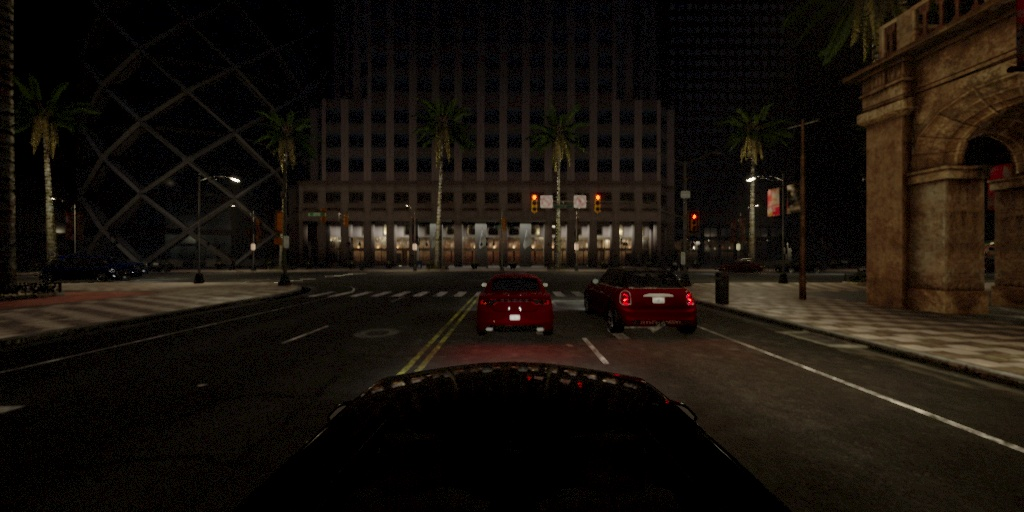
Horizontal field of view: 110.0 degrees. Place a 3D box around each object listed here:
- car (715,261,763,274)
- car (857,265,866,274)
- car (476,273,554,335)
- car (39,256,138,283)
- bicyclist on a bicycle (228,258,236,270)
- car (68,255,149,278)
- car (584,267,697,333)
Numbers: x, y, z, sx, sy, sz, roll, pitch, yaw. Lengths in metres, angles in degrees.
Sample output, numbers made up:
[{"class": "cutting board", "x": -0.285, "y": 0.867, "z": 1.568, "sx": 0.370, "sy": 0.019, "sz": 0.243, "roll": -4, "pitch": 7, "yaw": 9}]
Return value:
[{"class": "car", "x": 24.906, "y": 1.267, "z": 39.424, "sx": 4.674, "sy": 1.442, "sz": 1.812, "roll": 0, "pitch": 0, "yaw": 0}, {"class": "car", "x": 40.834, "y": 1.231, "z": 39.366, "sx": 4.902, "sy": 1.511, "sz": 2.128, "roll": 0, "pitch": 0, "yaw": 0}, {"class": "car", "x": 0.081, "y": 1.226, "z": 10.511, "sx": 1.882, "sy": 1.535, "sz": 5.008, "roll": 0, "pitch": 0, "yaw": 0}, {"class": "car", "x": -32.758, "y": 1.095, "z": 27.709, "sx": 4.553, "sy": 1.767, "sz": 2.097, "roll": 0, "pitch": 0, "yaw": -17}, {"class": "bicyclist on a bicycle", "x": -35.747, "y": 1.040, "z": 45.769, "sx": 0.582, "sy": 1.620, "sz": 1.656, "roll": 0, "pitch": 0, "yaw": -12}, {"class": "car", "x": -35.107, "y": 0.964, "z": 30.774, "sx": 5.566, "sy": 2.045, "sz": 2.150, "roll": 0, "pitch": 0, "yaw": -18}, {"class": "car", "x": 3.582, "y": 1.100, "z": 10.852, "sx": 2.097, "sy": 1.767, "sz": 4.553, "roll": 0, "pitch": 0, "yaw": 0}]
